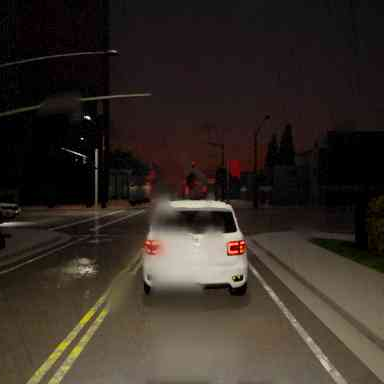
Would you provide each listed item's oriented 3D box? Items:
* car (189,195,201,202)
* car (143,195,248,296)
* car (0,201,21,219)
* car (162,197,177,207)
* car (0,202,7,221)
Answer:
[{"bbox_3d":[0.839,1.465,78.688,1.882,1.535,5.008,0,0,12],"label":"car"},{"bbox_3d":[0.080,1.221,8.818,2.150,2.045,5.566,0,0,0],"label":"car"},{"bbox_3d":[-17.298,1.339,27.558,5.566,2.045,2.150,-1,0,0],"label":"car"},{"bbox_3d":[-3.530,1.564,52.961,1.994,1.385,4.181,0,0,0],"label":"car"},{"bbox_3d":[-16.219,1.667,24.062,4.181,1.385,1.994,-1,0,0],"label":"car"}]
